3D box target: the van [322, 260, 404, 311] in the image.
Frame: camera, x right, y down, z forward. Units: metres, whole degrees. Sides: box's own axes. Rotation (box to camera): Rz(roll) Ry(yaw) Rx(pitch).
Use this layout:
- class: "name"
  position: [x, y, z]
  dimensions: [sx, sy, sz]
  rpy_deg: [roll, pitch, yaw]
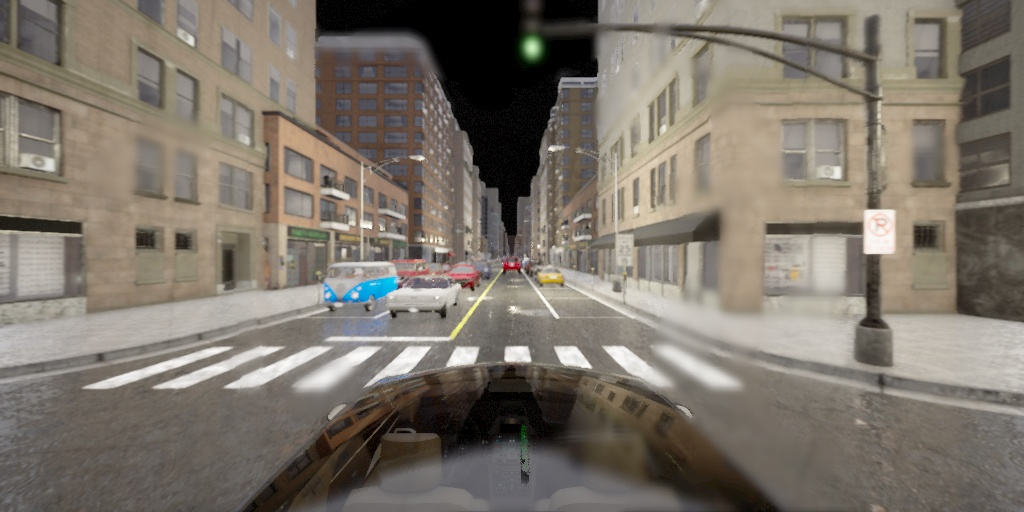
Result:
- class: "van"
  position: [-5.857, 1.130, 14.211]
  dimensions: [1.690, 1.789, 3.998]
  rpy_deg: [0, 0, 0]

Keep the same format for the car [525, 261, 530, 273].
- class: "car"
  position: [2.670, 1.430, 36.615]
  dimensions: [1.948, 1.339, 4.313]
  rpy_deg: [0, 0, 0]

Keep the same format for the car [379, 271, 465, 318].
- class: "car"
  position: [-3.079, 1.389, 13.339]
  dimensions: [1.895, 1.301, 4.718]
  rpy_deg: [0, 0, -1]

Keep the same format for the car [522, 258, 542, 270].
- class: "car"
  position: [2.670, 1.196, 42.209]
  dimensions: [2.192, 1.841, 5.009]
  rpy_deg: [0, 0, 0]

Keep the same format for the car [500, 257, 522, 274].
- class: "car"
  position: [0.003, 1.106, 43.990]
  dimensions: [2.150, 2.045, 5.566]
  rpy_deg: [0, 0, 0]

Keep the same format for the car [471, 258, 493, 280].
- class: "car"
  position: [-2.998, 1.201, 32.867]
  dimensions: [2.097, 1.767, 4.553]
  rpy_deg: [0, 0, 0]

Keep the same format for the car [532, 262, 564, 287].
- class: "car"
  position: [2.669, 1.355, 25.596]
  dimensions: [1.751, 1.417, 4.829]
  rpy_deg: [0, 0, 0]

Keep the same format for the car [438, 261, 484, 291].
- class: "car"
  position: [-3.078, 1.295, 22.692]
  dimensions: [1.882, 1.535, 5.008]
  rpy_deg: [0, 0, 0]

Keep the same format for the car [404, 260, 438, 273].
- class: "car"
  position: [-5.857, 1.121, 19.807]
  dimensions: [2.192, 1.841, 5.009]
  rpy_deg: [0, 0, 0]

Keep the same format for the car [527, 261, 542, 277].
- class: "car"
  position: [2.670, 1.397, 31.021]
  dimensions: [2.007, 1.370, 4.403]
  rpy_deg: [0, 0, 0]
